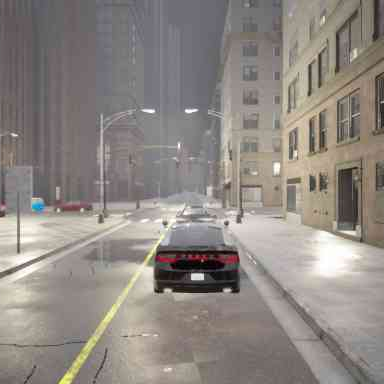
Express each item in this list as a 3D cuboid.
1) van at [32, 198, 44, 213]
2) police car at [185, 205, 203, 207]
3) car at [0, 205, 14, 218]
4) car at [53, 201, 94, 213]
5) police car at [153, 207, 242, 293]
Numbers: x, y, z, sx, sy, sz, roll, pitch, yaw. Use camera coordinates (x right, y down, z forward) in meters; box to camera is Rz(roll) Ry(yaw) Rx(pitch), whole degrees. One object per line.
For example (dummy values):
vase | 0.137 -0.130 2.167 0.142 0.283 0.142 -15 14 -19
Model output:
van | -19.568 1.591 39.185 3.998 1.788 1.690 -1 0 0
police car | 0.128 1.510 18.581 2.038 1.542 4.974 0 0 0
car | -19.599 1.524 30.659 5.009 1.841 2.192 -1 0 0
car | -13.941 1.727 39.160 4.507 1.381 1.887 -1 0 0
police car | 0.111 1.427 8.977 1.930 1.638 5.238 0 0 0
